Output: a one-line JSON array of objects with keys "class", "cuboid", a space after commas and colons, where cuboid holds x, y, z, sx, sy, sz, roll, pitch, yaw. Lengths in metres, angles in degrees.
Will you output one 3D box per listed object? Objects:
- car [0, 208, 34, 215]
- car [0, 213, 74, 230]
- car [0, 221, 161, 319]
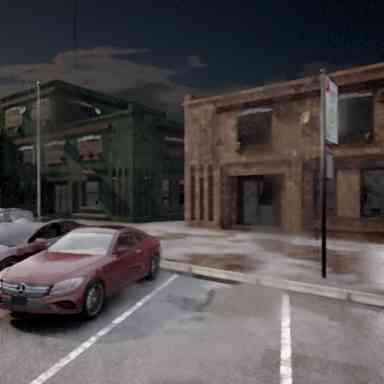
[{"class": "car", "cuboid": [-7.027, 1.361, 11.160, 2.185, 1.767, 4.553, 1, -1, 16]}, {"class": "car", "cuboid": [-4.607, 1.514, 9.351, 2.163, 1.488, 4.792, 1, -1, 16]}, {"class": "car", "cuboid": [-2.158, 1.525, 7.633, 2.002, 1.452, 4.674, 1, -1, 16]}]
